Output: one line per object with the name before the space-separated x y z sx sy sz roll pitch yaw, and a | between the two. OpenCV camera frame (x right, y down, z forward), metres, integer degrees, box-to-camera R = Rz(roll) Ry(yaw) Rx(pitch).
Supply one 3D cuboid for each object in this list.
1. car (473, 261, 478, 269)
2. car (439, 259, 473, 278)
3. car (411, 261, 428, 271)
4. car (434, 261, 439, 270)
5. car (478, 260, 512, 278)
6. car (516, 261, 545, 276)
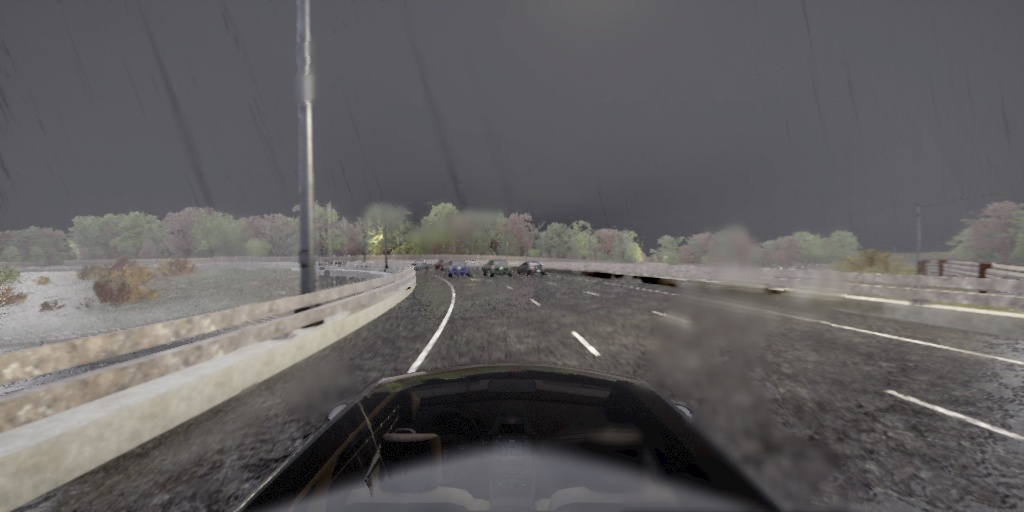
car | -6.793 1.479 56.322 1.895 1.301 4.718 -1 0 -29
car | -5.780 1.209 36.677 2.097 1.767 4.553 -1 0 -19
car | -14.433 1.508 55.598 2.128 1.511 4.902 -1 0 -31
car | -10.608 1.297 55.965 2.097 1.767 4.553 -1 0 -30
car | -1.586 1.134 35.119 2.097 1.767 4.553 -1 0 -17
car | 1.847 1.245 35.981 1.812 1.442 4.674 -1 0 -17
